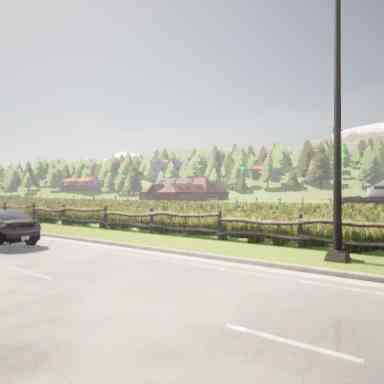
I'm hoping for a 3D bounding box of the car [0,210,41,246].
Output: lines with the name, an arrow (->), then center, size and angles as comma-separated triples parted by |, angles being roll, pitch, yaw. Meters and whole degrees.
car -> -8.338, 1.514, 14.077 | 4.892, 1.490, 1.837 | 0, 0, 35
